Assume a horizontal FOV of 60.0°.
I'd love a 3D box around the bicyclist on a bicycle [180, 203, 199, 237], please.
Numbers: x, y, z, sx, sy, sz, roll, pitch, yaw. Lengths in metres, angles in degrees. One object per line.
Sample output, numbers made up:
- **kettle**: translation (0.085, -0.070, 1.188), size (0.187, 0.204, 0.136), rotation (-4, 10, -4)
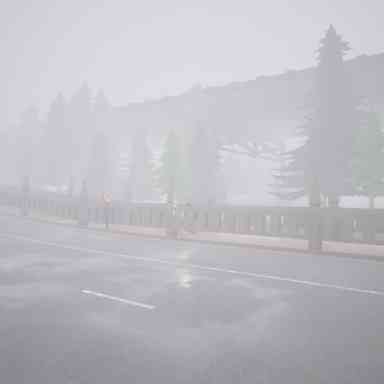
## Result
- **bicyclist on a bicycle**: translation (-0.093, 1.346, 16.116), size (0.582, 1.620, 1.656), rotation (0, -3, 33)
